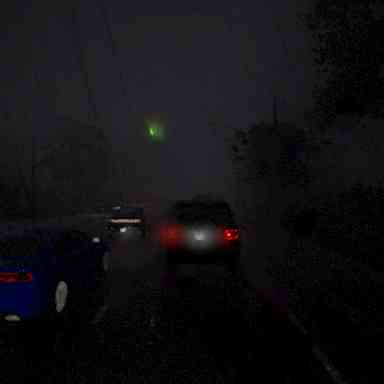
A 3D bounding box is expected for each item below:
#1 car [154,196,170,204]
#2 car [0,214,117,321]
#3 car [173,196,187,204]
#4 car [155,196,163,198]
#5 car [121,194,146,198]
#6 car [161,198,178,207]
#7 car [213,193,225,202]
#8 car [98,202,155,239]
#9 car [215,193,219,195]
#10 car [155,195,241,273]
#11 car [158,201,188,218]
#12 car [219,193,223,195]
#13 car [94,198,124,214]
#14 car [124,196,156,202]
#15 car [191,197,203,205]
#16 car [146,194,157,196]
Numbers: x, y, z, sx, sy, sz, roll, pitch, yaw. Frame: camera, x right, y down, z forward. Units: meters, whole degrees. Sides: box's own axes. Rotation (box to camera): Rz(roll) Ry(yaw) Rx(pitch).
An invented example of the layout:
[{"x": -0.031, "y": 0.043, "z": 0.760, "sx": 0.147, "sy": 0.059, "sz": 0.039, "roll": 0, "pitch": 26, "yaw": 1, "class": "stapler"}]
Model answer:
[{"x": -5.920, "y": 1.620, "z": 66.333, "sx": 2.128, "sy": 1.511, "sz": 4.902, "roll": 0, "pitch": 0, "yaw": 8, "class": "car"}, {"x": -3.284, "y": 1.492, "z": 7.464, "sx": 1.882, "sy": 1.535, "sz": 5.008, "roll": 0, "pitch": 0, "yaw": 1, "class": "car"}, {"x": -2.401, "y": 1.606, "z": 66.238, "sx": 1.882, "sy": 1.535, "sz": 5.008, "roll": 0, "pitch": 0, "yaw": 8, "class": "car"}, {"x": -4.802, "y": 1.614, "z": 45.922, "sx": 1.812, "sy": 1.442, "sz": 4.674, "roll": 0, "pitch": 0, "yaw": 6, "class": "car"}, {"x": -8.340, "y": 1.309, "z": 45.741, "sx": 2.150, "sy": 2.045, "sz": 5.566, "roll": 0, "pitch": 0, "yaw": 6, "class": "car"}, {"x": -3.704, "y": 1.672, "z": 55.942, "sx": 1.994, "sy": 1.385, "sz": 4.181, "roll": 0, "pitch": 0, "yaw": 7, "class": "car"}, {"x": 6.268, "y": 1.245, "z": 76.927, "sx": 2.150, "sy": 2.045, "sz": 5.566, "roll": 0, "pitch": 0, "yaw": 9, "class": "car"}, {"x": -3.003, "y": 1.526, "z": 17.458, "sx": 2.128, "sy": 1.511, "sz": 4.902, "roll": 0, "pitch": 0, "yaw": 2, "class": "car"}, {"x": 1.209, "y": 1.282, "z": 31.155, "sx": 2.150, "sy": 2.045, "sz": 5.566, "roll": 0, "pitch": 0, "yaw": 4, "class": "car"}, {"x": 0.278, "y": 1.244, "z": 10.950, "sx": 2.150, "sy": 2.045, "sz": 5.566, "roll": 0, "pitch": 0, "yaw": 1, "class": "car"}, {"x": -1.707, "y": 1.610, "z": 32.227, "sx": 2.033, "sy": 1.411, "sz": 5.357, "roll": 0, "pitch": 0, "yaw": 6, "class": "car"}, {"x": 4.737, "y": 1.483, "z": 66.719, "sx": 2.097, "sy": 1.767, "sz": 4.553, "roll": 0, "pitch": 0, "yaw": 8, "class": "car"}, {"x": -9.132, "y": 1.633, "z": 36.417, "sx": 1.994, "sy": 1.385, "sz": 4.181, "roll": 0, "pitch": 0, "yaw": 5, "class": "car"}, {"x": -5.606, "y": 1.548, "z": 36.639, "sx": 1.882, "sy": 1.535, "sz": 5.008, "roll": 0, "pitch": 0, "yaw": 5, "class": "car"}, {"x": 1.001, "y": 1.651, "z": 64.268, "sx": 1.812, "sy": 1.442, "sz": 4.674, "roll": 0, "pitch": 0, "yaw": 7, "class": "car"}, {"x": -7.210, "y": 1.329, "z": 56.043, "sx": 2.150, "sy": 2.045, "sz": 5.566, "roll": 0, "pitch": 0, "yaw": 7, "class": "car"}]
